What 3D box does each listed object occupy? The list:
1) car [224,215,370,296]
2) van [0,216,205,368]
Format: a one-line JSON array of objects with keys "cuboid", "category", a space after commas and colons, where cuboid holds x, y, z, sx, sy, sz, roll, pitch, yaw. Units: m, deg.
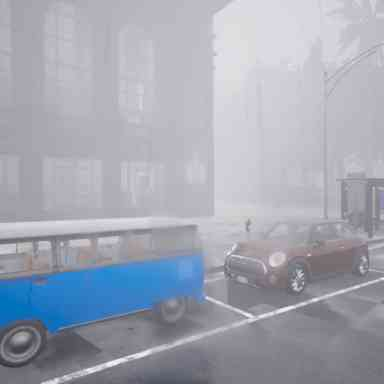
[{"cuboid": [2.751, 1.439, 8.605, 4.097, 1.590, 1.967, 0, 0, -35], "category": "car"}, {"cuboid": [-1.670, 1.341, 5.459, 3.998, 1.788, 1.690, 0, 0, -35], "category": "van"}]
